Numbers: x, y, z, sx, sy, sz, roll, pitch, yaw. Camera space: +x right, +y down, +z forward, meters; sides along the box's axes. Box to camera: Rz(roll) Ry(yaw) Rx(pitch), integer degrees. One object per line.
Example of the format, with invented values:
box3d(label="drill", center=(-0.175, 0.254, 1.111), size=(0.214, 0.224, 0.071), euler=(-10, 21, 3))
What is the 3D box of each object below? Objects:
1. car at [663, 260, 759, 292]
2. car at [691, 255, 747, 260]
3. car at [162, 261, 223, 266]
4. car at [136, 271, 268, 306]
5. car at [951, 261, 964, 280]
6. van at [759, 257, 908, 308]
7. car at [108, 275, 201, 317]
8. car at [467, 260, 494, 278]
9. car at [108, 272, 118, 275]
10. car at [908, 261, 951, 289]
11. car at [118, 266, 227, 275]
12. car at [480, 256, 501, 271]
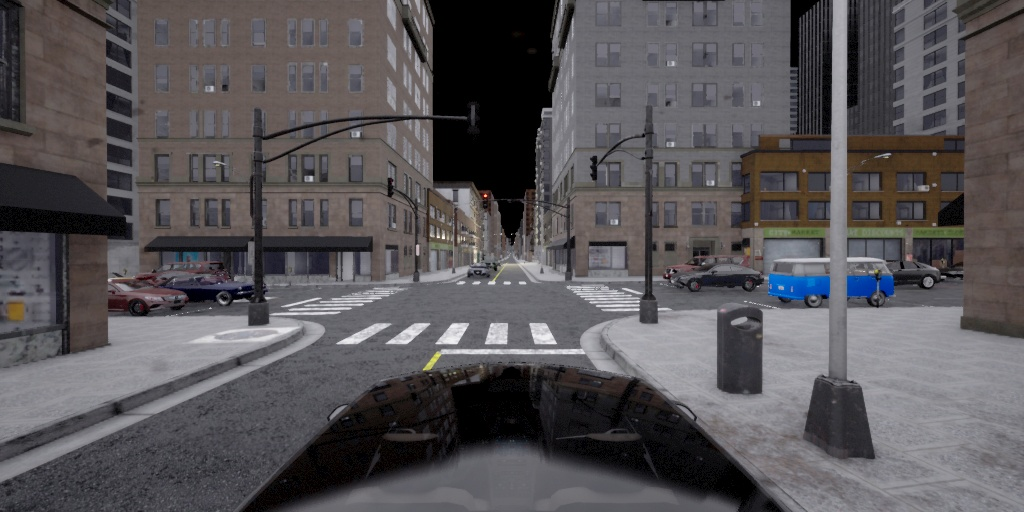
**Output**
box3d(label="car", center=(11.108, 1.114, 19.567), size=(4.674, 1.442, 1.812), euler=(-1, 0, 1))
box3d(label="car", center=(12.103, 0.872, 22.219), size=(5.009, 1.841, 2.192), euler=(0, 0, 0))
box3d(label="car", center=(-20.338, 1.271, 22.149), size=(5.009, 1.841, 2.192), euler=(0, 0, 0))
box3d(label="car", center=(-13.949, 1.517, 16.300), size=(4.718, 1.301, 1.895), euler=(-1, 0, 0))
box3d(label="car", center=(28.931, 0.916, 22.255), size=(4.313, 1.339, 1.948), euler=(0, 0, 0))
box3d(label="van", center=(12.123, 0.957, 13.693), size=(3.998, 1.789, 1.690), euler=(0, 0, 0))
box3d(label="car", center=(-14.814, 1.528, 13.636), size=(4.207, 1.307, 1.802), euler=(0, 0, 0))
box3d(label="car", center=(-3.088, 1.320, 34.284), size=(1.994, 1.385, 4.181), euler=(0, 0, 0))
box3d(label="car", center=(-26.012, 1.552, 22.137), size=(4.829, 1.417, 1.751), euler=(0, 0, 0))
box3d(label="car", center=(20.293, 0.981, 19.570), size=(4.892, 1.490, 1.837), euler=(-1, 0, 0))
box3d(label="car", center=(-17.862, 1.470, 19.349), size=(4.674, 1.442, 1.812), euler=(-1, 0, 2))
box3d(label="car", center=(-3.076, 0.993, 48.588), size=(2.150, 2.045, 5.566), euler=(0, 0, 0))
